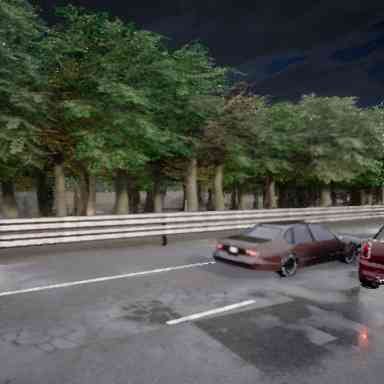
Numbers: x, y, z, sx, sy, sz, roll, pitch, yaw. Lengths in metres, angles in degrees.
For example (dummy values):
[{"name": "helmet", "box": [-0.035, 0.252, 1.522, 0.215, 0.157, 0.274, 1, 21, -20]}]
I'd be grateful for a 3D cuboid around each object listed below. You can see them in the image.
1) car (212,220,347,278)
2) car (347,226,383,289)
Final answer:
[{"name": "car", "box": [3.158, 1.596, 10.313, 5.357, 1.411, 2.033, 0, 0, -35]}, {"name": "car", "box": [6.101, 1.405, 8.114, 4.553, 1.767, 2.097, 0, 0, -35]}]
